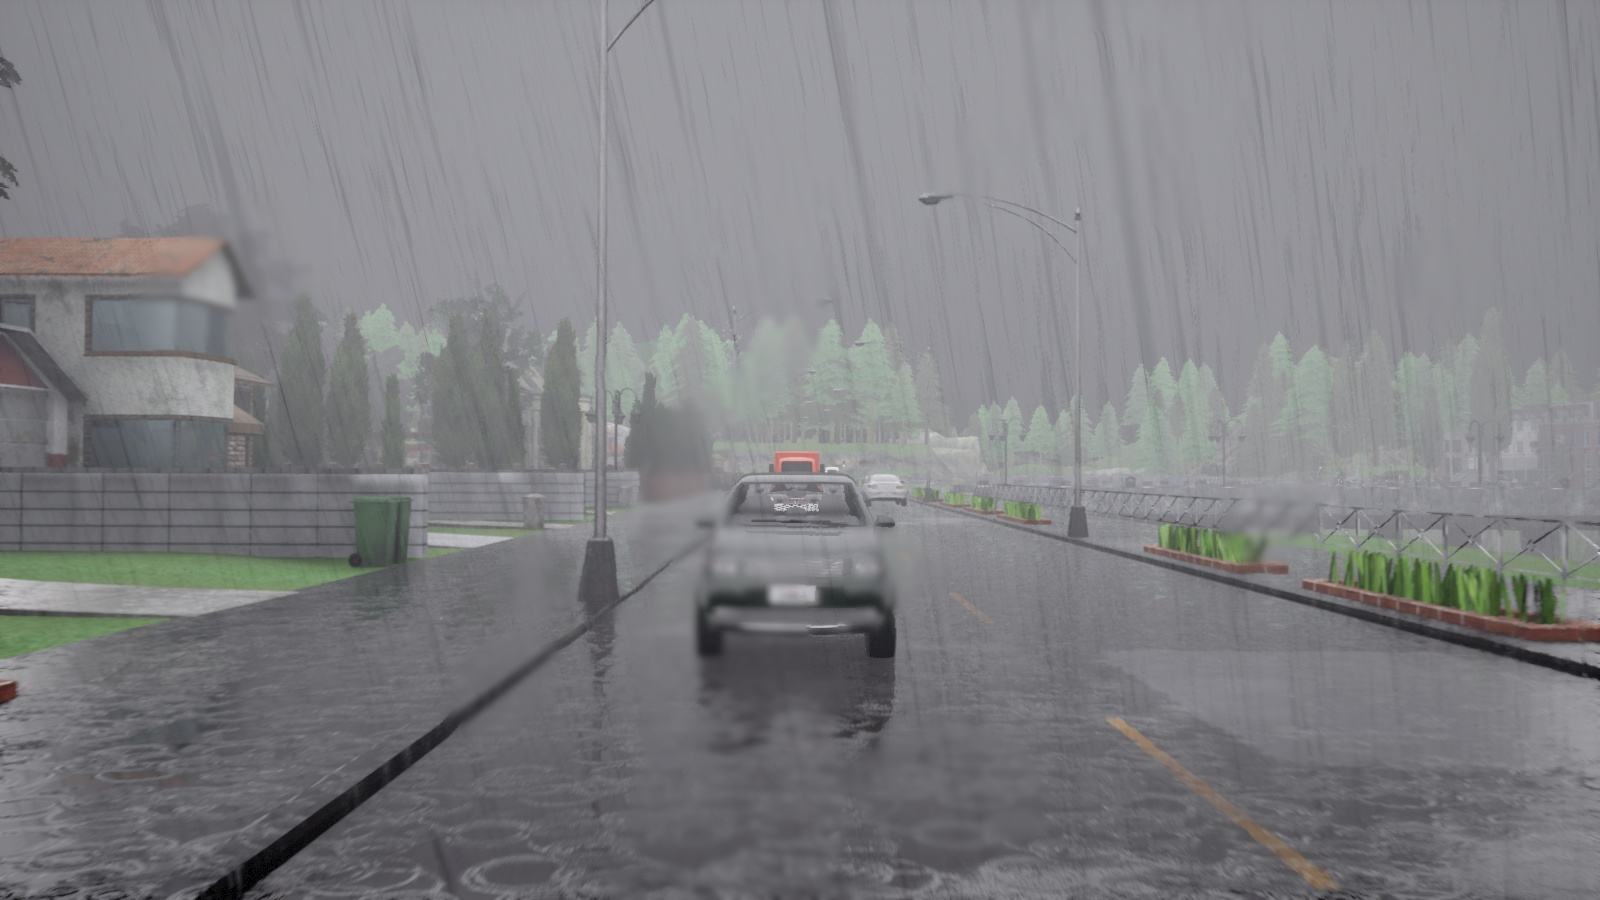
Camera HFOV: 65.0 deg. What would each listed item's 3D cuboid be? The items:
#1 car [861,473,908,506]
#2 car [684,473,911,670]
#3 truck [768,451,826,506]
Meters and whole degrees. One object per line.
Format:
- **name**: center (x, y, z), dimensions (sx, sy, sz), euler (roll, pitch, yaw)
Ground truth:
- **car**: center (3.864, 1.796, 58.025), dimensions (1.812, 1.442, 4.674), euler (0, -1, 0)
- **car**: center (-0.028, 0.991, 11.782), dimensions (1.789, 1.549, 3.705), euler (0, -1, 0)
- **truck**: center (-0.140, 1.314, 58.859), dimensions (2.627, 2.467, 5.204), euler (0, -1, 0)
